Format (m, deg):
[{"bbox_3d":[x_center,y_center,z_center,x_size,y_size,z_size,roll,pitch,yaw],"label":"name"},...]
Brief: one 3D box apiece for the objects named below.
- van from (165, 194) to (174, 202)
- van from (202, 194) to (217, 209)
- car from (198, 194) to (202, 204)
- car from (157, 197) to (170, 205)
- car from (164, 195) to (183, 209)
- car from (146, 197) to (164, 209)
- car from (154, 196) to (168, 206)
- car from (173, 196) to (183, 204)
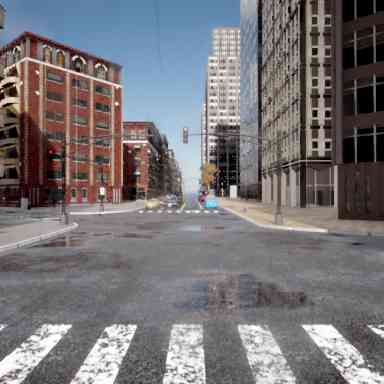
[{"bbox_3d":[-5.294,1.473,79.072,1.690,1.788,3.998,0,0,0],"label":"van"},{"bbox_3d":[2.580,1.386,45.757,1.690,1.788,3.998,0,0,0],"label":"van"},{"bbox_3d":[2.583,1.644,67.966,1.887,1.381,4.507,0,0,0],"label":"car"},{"bbox_3d":[-5.298,1.650,62.416,1.947,1.339,4.313,0,0,0],"label":"car"},{"bbox_3d":[-2.802,1.537,45.948,2.128,1.511,4.902,0,0,2],"label":"car"},{"bbox_3d":[-5.301,1.570,45.589,1.752,1.417,4.829,0,0,0],"label":"car"},{"bbox_3d":[-5.299,1.510,56.864,1.967,1.590,4.097,0,0,0],"label":"car"},{"bbox_3d":[-2.759,1.620,66.402,1.812,1.442,4.674,0,0,1],"label":"car"}]
